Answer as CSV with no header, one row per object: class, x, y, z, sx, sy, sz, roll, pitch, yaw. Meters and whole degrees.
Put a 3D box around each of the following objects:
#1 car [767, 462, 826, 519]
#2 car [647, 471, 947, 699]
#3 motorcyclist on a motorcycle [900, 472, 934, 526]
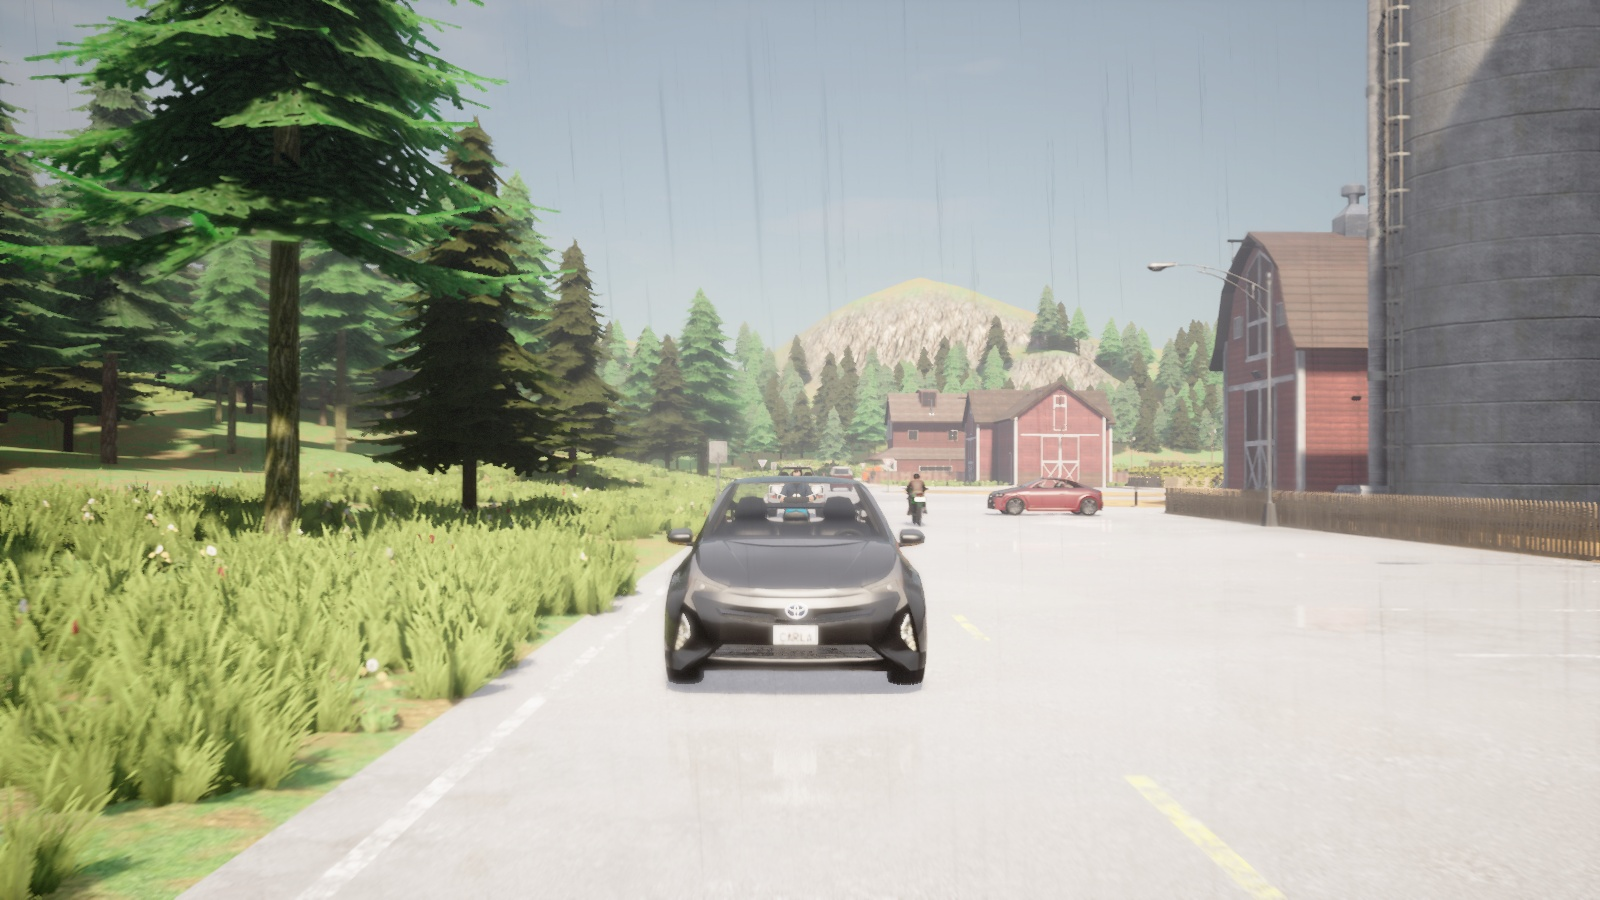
car,-0.107,1.374,43.491,1.932,1.855,4.605,0,-1,0
car,-0.026,0.945,10.700,2.007,1.525,4.514,0,-1,0
motorcyclist on a motorcycle,3.410,1.410,36.692,0.797,1.523,2.044,0,-1,0
